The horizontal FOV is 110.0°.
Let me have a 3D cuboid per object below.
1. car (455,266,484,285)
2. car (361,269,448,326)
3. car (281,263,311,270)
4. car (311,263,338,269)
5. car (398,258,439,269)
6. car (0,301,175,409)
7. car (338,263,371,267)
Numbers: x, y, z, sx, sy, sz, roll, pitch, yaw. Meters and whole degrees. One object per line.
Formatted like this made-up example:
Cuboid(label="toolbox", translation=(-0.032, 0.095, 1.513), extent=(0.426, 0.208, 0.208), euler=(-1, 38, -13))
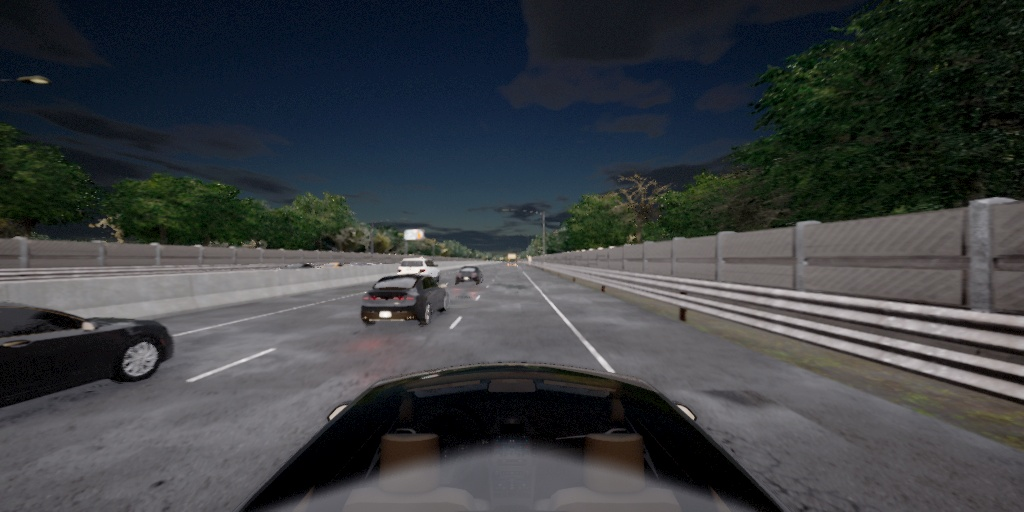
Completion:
Cuboid(label="car", translation=(-3.404, 1.516, 28.966), extent=(1.812, 1.442, 4.674), euler=(0, 0, 0))
Cuboid(label="car", translation=(-3.401, 1.347, 12.063), extent=(1.837, 1.490, 4.892), euler=(0, -1, 0))
Cuboid(label="car", translation=(-24.587, 1.600, 41.427), extent=(1.837, 1.490, 4.892), euler=(0, 0, 0))
Cuboid(label="car", translation=(-21.087, 1.580, 42.228), extent=(1.882, 1.535, 5.008), euler=(0, 0, 0))
Cuboid(label="car", translation=(-6.905, 1.195, 27.011), extent=(2.150, 2.045, 5.566), euler=(0, 0, 0))
Cuboid(label="car", translation=(-6.902, 1.278, 4.330), extent=(1.837, 1.490, 4.892), euler=(0, 0, 0))
Cuboid(label="car", translation=(-17.591, 1.588, 41.448), extent=(2.128, 1.511, 4.902), euler=(0, 0, 0))
